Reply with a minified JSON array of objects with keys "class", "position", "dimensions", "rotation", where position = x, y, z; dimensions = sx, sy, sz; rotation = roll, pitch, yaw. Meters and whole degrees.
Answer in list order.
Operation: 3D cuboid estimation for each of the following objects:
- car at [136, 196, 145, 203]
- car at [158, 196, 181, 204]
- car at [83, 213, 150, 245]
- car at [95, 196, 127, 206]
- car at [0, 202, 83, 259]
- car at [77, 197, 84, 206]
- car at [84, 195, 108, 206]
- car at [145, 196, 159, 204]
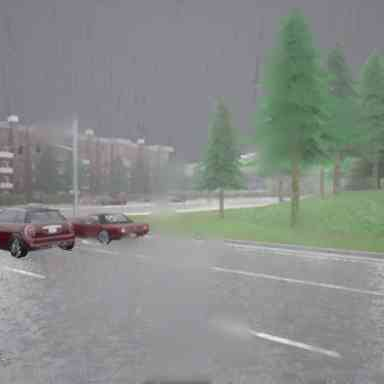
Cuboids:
[{"class":"car","position":[-9.940,1.653,71.338],"dimensions":[2.128,1.511,4.902],"rotation":[0,0,35]},{"class":"car","position":[-4.073,1.636,67.524],"dimensions":[1.812,1.442,4.674],"rotation":[0,0,35]},{"class":"car","position":[-4.329,1.633,15.662],"dimensions":[4.718,1.301,1.895],"rotation":[0,0,36]},{"class":"car","position":[-13.079,1.709,54.797],"dimensions":[1.895,1.301,4.718],"rotation":[0,0,35]},{"class":"car","position":[-6.665,1.385,13.025],"dimensions":[4.553,1.767,2.097],"rotation":[0,0,36]},{"class":"car","position":[-18.606,1.479,59.060],"dimensions":[2.097,1.767,4.553],"rotation":[0,0,36]},{"class":"car","position":[-15.649,1.469,57.209],"dimensions":[2.097,1.767,4.553],"rotation":[0,0,35]},{"class":"car","position":[-6.938,1.619,69.524],"dimensions":[1.837,1.490,4.892],"rotation":[0,0,35]}]
